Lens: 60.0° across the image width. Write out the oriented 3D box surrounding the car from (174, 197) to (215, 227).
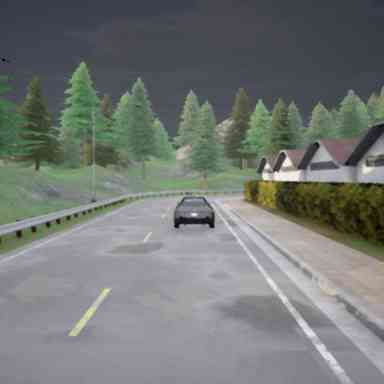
[{"bbox_3d":[0.104,0.918,17.115,1.994,1.385,4.181,0,2,0],"label":"car"}]
